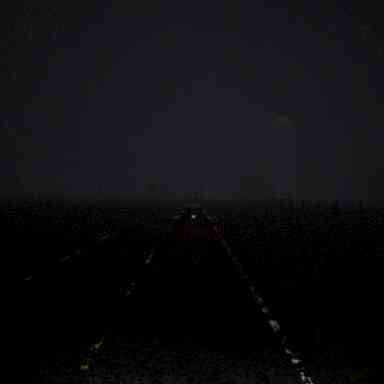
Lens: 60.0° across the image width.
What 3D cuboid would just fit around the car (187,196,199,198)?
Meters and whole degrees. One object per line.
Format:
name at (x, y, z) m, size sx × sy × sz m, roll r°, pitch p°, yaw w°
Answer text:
car at (0.091, 1.256, 37.677) m, size 1.837 × 1.490 × 4.892 m, roll 0°, pitch 0°, yaw 0°

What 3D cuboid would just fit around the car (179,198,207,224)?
car at (0.091, 1.371, 23.366) m, size 1.812 × 1.442 × 4.674 m, roll 0°, pitch 0°, yaw 0°
